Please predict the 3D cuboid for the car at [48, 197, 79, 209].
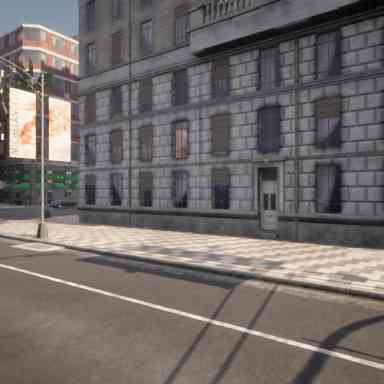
[{"bbox_3d":[-17.242,1.504,45.626,1.837,1.490,4.892,0,0,36],"label":"car"}]
